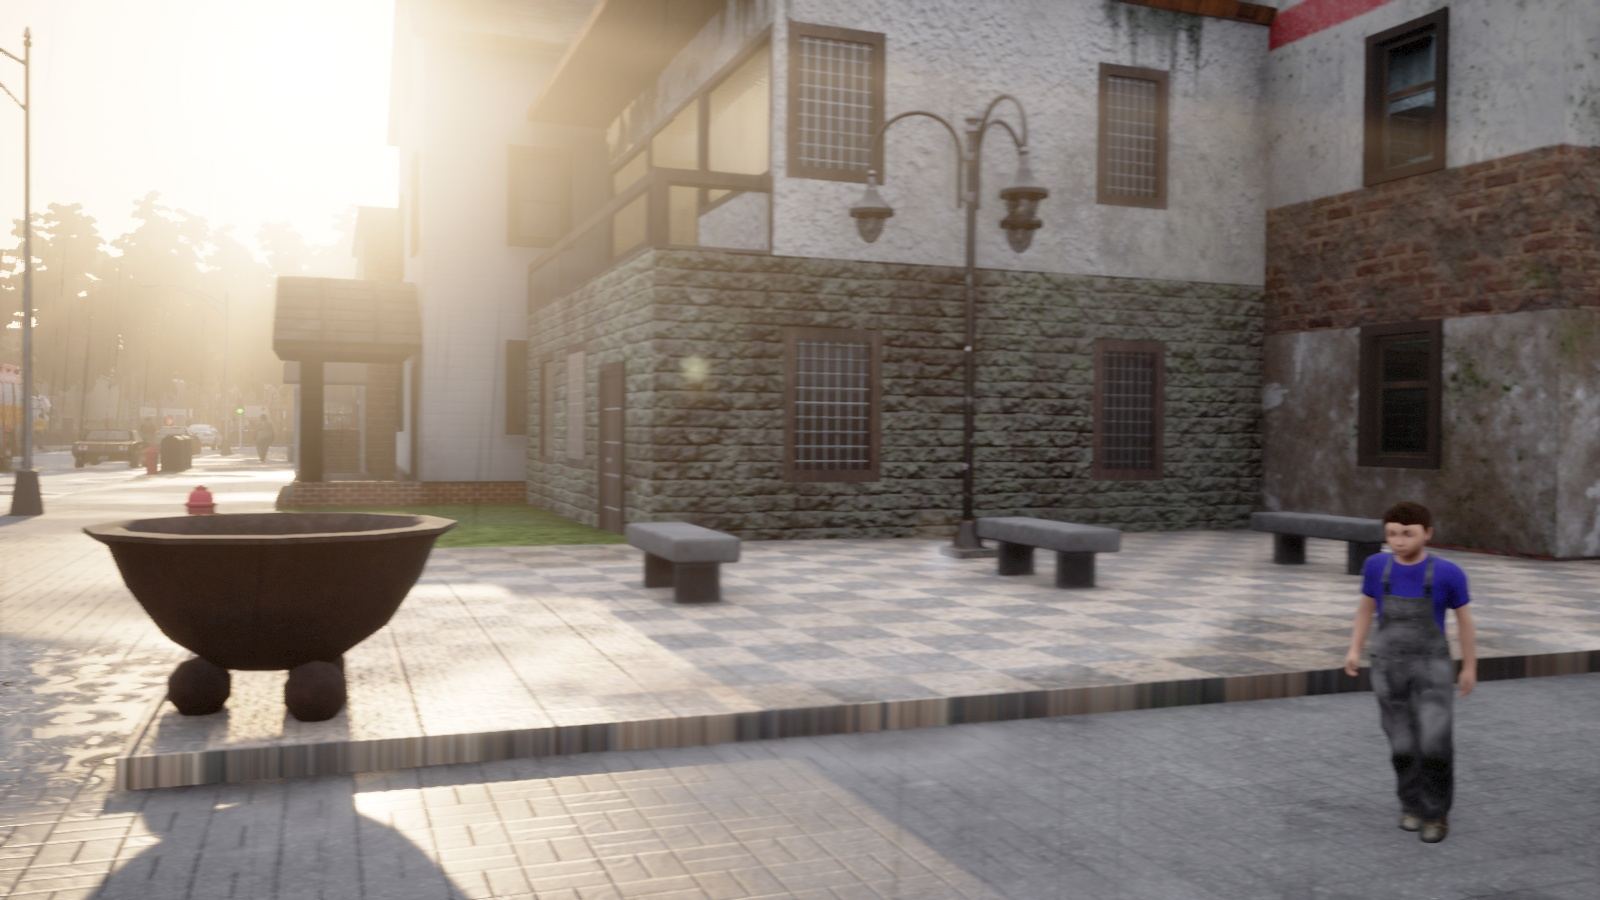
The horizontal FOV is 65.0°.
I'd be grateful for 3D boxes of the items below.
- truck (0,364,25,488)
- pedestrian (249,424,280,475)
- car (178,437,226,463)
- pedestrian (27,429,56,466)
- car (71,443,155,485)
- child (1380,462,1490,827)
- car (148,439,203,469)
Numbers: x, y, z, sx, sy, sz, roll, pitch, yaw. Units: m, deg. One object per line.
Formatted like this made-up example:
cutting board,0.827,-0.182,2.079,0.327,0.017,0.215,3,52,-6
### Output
truck,-25.629,-0.704,37.253,2.891,3.827,8.468,-1,1,-21
pedestrian,-19.701,-0.038,46.201,0.874,1.855,0.900,-1,1,-32
car,-34.899,-0.005,73.403,1.812,1.442,4.674,-1,1,-17
pedestrian,-39.304,-0.137,65.068,0.874,1.855,0.900,0,1,14
car,-23.694,0.440,43.489,1.895,1.301,4.718,-1,1,-21
child,2.347,0.682,4.635,0.270,1.263,0.437,0,1,40
car,-30.502,0.182,61.461,1.994,1.385,4.181,-1,1,-21
